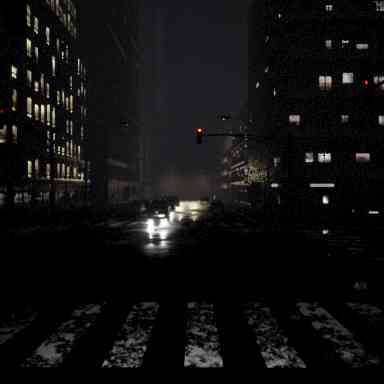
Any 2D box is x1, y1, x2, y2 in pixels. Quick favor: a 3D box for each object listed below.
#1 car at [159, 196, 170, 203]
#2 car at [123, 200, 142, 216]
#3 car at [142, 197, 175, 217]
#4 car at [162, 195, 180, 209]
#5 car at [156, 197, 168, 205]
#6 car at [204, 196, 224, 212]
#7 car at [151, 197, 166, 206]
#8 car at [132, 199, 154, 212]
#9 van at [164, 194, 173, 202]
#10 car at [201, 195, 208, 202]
[{"bbox_3d":[-5.513,1.528,66.903,1.887,1.381,4.507,-1,0,0],"label":"car"},{"bbox_3d":[-5.611,1.516,32.806,1.752,1.417,4.829,-1,0,0],"label":"car"},{"bbox_3d":[-3.013,1.482,30.955,2.128,1.511,4.902,0,0,0],"label":"car"},{"bbox_3d":[-2.980,1.480,40.440,2.128,1.511,4.902,0,0,0],"label":"car"},{"bbox_3d":[-5.528,1.566,61.248,1.802,1.307,4.206,-1,0,0],"label":"car"},{"bbox_3d":[2.786,1.540,38.606,2.008,1.369,4.403,-1,0,0],"label":"car"},{"bbox_3d":[-5.545,1.530,55.594,1.887,1.381,4.507,-1,0,0],"label":"car"},{"bbox_3d":[-5.594,1.555,38.630,1.947,1.339,4.313,-1,0,0],"label":"car"},{"bbox_3d":[-5.483,1.322,78.213,1.690,1.788,3.998,-1,0,0],"label":"van"},{"bbox_3d":[2.882,1.422,72.534,1.967,1.590,4.097,-1,0,0],"label":"car"}]
